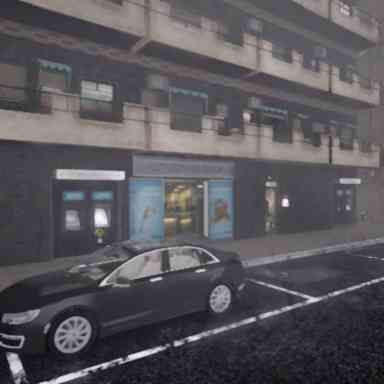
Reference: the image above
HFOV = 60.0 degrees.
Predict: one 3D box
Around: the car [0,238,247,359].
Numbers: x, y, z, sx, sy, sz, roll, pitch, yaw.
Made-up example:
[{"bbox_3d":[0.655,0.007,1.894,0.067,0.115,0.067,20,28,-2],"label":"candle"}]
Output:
[{"bbox_3d":[-0.972,1.551,5.871,4.403,1.369,2.008,0,0,-35],"label":"car"}]
